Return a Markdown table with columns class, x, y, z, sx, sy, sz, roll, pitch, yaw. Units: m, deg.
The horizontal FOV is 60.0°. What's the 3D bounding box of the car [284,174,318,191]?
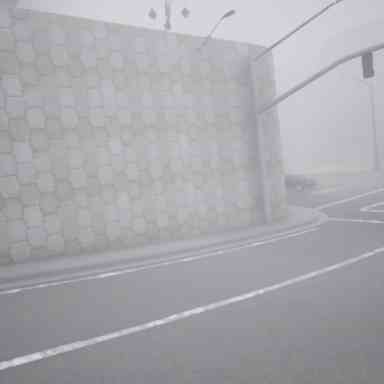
| class | x | y | z | sx | sy | sz | roll | pitch | yaw |
| --- | --- | --- | --- | --- | --- | --- | --- | --- | --- |
| car | 9.140 | -0.904 | 30.598 | 1.837 | 1.490 | 4.892 | -10 | 6 | -35 |
